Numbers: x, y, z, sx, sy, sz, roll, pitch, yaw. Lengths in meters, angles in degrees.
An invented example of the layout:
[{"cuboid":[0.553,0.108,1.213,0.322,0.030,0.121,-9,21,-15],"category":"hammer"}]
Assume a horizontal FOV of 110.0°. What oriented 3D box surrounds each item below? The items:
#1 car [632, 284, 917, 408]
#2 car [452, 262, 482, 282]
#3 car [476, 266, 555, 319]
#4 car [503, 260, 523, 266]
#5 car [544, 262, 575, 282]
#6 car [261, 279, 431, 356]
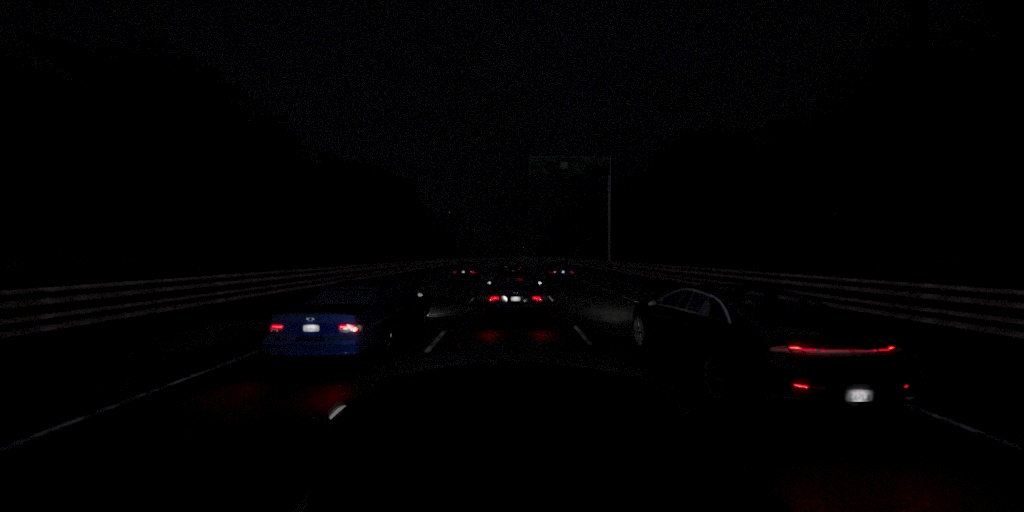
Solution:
[{"cuboid":[3.598,1.218,6.134,2.128,1.511,4.902,0,0,0],"category":"car"},{"cuboid":[-3.406,1.169,27.588,2.033,1.411,5.357,0,0,0],"category":"car"},{"cuboid":[0.099,1.241,12.570,2.033,1.411,5.357,0,0,0],"category":"car"},{"cuboid":[0.095,1.122,34.382,1.812,1.442,4.674,0,0,0],"category":"car"},{"cuboid":[3.595,1.169,27.617,2.033,1.411,5.357,0,0,0],"category":"car"},{"cuboid":[-3.402,1.261,8.582,2.033,1.411,5.357,0,0,0],"category":"car"}]
